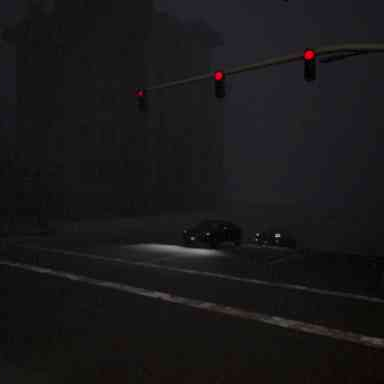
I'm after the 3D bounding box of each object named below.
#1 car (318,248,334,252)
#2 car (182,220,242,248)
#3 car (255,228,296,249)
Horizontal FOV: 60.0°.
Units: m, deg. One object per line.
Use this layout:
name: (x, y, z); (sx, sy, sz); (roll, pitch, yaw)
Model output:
car: (16.668, 7.721, 41.300); (2.033, 1.411, 5.357); (-1, -12, 35)
car: (1.311, 2.307, 19.031); (1.812, 1.442, 4.674); (-1, -5, 33)
car: (6.897, 3.711, 27.166); (2.097, 1.767, 4.553); (-1, -13, 34)
